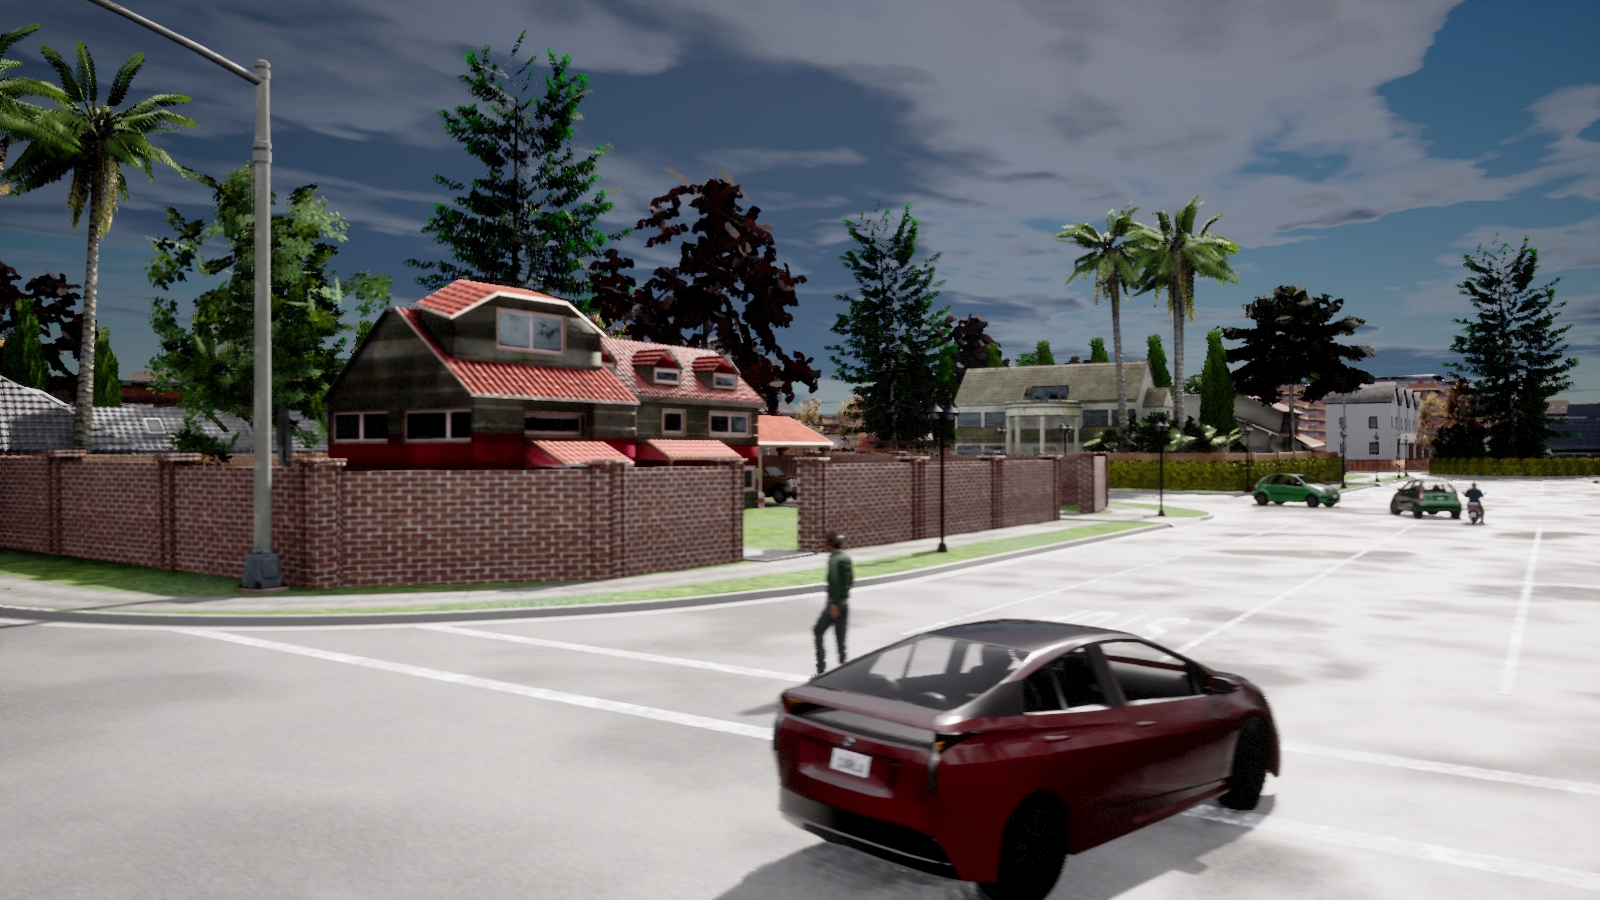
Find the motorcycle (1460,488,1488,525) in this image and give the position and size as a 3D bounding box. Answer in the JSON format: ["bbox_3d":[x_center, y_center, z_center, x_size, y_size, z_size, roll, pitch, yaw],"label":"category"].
[{"bbox_3d":[26.108,2.178,44.245,0.856,1.341,1.805,0,0,33],"label":"motorcycle"}]

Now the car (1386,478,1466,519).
[{"bbox_3d":[26.889,2.055,49.220,1.851,1.617,3.988,0,0,10],"label":"car"}]

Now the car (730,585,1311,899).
[{"bbox_3d":[1.859,2.041,8.564,4.514,1.525,2.007,0,0,-43],"label":"car"}]

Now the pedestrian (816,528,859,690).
[{"bbox_3d":[0.447,1.872,13.613,0.375,1.860,0.375,0,0,36],"label":"pedestrian"}]

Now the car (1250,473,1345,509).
[{"bbox_3d":[24.748,2.002,56.937,1.851,1.617,3.988,0,0,-35],"label":"car"}]

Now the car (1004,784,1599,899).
[{"bbox_3d":[3.047,2.103,2.163,2.033,1.411,5.357,0,0,-44],"label":"car"}]
